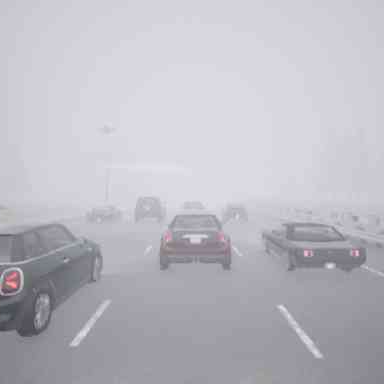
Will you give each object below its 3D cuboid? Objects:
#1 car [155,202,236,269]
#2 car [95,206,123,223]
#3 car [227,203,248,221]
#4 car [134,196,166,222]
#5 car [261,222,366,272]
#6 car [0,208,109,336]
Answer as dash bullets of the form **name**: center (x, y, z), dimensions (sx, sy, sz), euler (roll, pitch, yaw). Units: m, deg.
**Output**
- **car**: center (0.103, 1.390, 11.441), dimensions (2.097, 1.767, 4.553), euler (0, 0, 0)
- **car**: center (-6.895, 1.759, 26.887), dimensions (1.895, 1.301, 4.718), euler (0, -1, 0)
- **car**: center (3.605, 1.687, 28.721), dimensions (1.837, 1.490, 4.892), euler (0, -1, 0)
- **car**: center (-3.395, 1.391, 27.812), dimensions (2.150, 2.045, 5.566), euler (0, -1, 0)
- **car**: center (3.602, 1.637, 10.880), dimensions (1.895, 1.301, 4.718), euler (0, 0, 0)
- **car**: center (-3.399, 1.375, 6.897), dimensions (2.097, 1.767, 4.553), euler (0, 0, 0)
